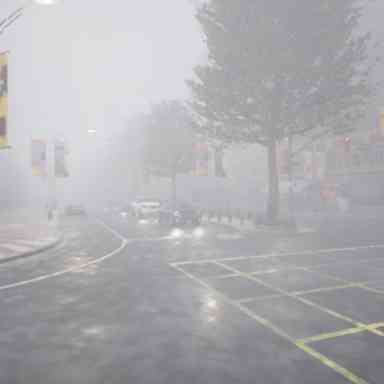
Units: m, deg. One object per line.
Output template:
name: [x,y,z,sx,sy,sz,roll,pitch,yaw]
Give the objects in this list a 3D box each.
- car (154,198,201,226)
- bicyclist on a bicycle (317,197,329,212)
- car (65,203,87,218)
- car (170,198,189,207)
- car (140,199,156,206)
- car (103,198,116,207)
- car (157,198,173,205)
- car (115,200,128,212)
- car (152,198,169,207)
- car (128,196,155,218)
car: [-1.017,1.484,24.575,2.097,1.767,4.553,0,0,-22]
bicyclist on a bicycle: [14.790,1.429,37.540,1.656,1.620,0.582,0,0,-22]
car: [-11.643,1.818,33.284,1.895,1.301,4.718,0,0,-22]
car: [-2.259,1.790,59.035,1.882,1.535,5.008,0,0,-22]
car: [-8.760,1.976,65.898,1.895,1.301,4.718,0,0,-22]
car: [-14.034,1.761,57.519,2.097,1.767,4.553,0,0,-22]
car: [-5.498,1.934,67.166,1.994,1.385,4.181,0,0,-22]
car: [-8.245,1.782,42.754,1.812,1.442,4.674,0,0,-22]
car: [-5.510,1.846,57.739,1.812,1.442,4.674,0,0,-22]
car: [-4.612,1.415,33.605,2.150,2.045,5.566,0,0,-22]
